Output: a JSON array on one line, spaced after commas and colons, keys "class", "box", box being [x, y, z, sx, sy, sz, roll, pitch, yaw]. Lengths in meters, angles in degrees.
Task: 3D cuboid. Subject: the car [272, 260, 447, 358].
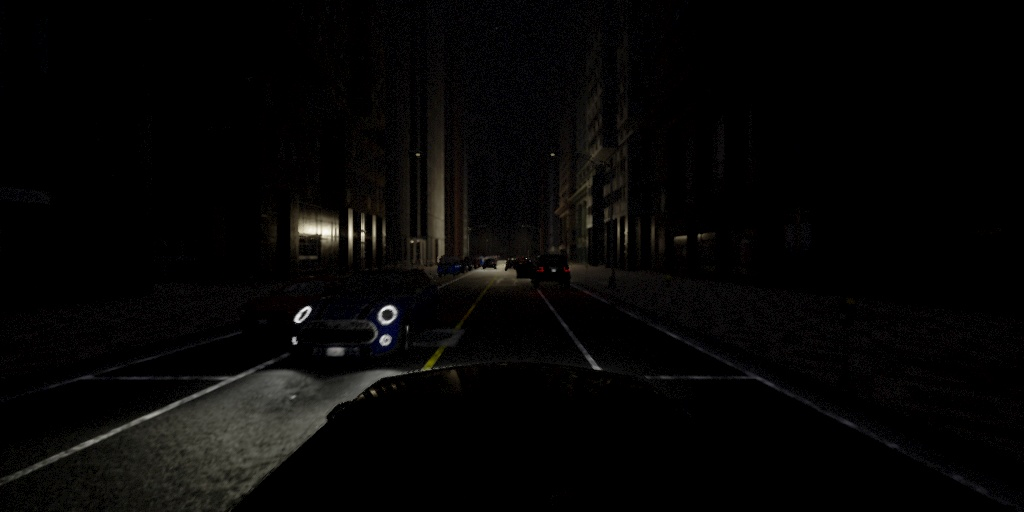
[{"class": "car", "box": [-3.102, 1.084, 8.547, 2.097, 1.767, 4.553, 0, 0, 0]}]

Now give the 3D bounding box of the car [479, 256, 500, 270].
[{"class": "car", "box": [-3.079, 1.134, 50.099, 1.837, 1.490, 4.892, 0, 1, 0]}]

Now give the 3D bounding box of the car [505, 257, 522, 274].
[{"class": "car", "box": [0.055, 1.163, 47.193, 1.812, 1.442, 4.674, 0, 0, 0]}]

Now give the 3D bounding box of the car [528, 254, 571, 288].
[{"class": "car", "box": [2.392, 0.916, 23.178, 2.150, 2.045, 5.566, 0, 0, 0]}]

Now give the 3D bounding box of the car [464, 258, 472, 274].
[{"class": "car", "box": [-5.767, 1.224, 38.733, 1.948, 1.339, 4.313, 0, 0, 0]}]

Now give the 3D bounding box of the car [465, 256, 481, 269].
[{"class": "car", "box": [-5.768, 0.946, 50.006, 2.192, 1.841, 5.009, 0, 0, 0]}]

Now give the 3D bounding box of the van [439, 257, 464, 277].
[{"class": "van", "box": [-5.767, 1.013, 33.096, 1.690, 1.789, 3.998, 0, 0, 0]}]

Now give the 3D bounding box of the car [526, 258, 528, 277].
[{"class": "car", "box": [2.758, 1.183, 38.915, 1.751, 1.417, 4.829, 0, 0, 0]}]

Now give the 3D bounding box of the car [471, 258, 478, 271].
[{"class": "car", "box": [-5.767, 1.211, 44.370, 1.948, 1.339, 4.313, 0, 0, 0]}]

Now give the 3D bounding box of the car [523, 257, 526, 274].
[{"class": "car", "box": [2.758, 1.195, 44.381, 2.007, 1.370, 4.403, 0, 0, 0]}]

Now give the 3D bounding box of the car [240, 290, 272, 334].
[{"class": "car", "box": [-5.764, 1.272, 10.550, 1.888, 1.381, 4.507, 0, 0, 0]}]

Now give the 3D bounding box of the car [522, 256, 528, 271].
[{"class": "car", "box": [2.757, 1.057, 55.653, 1.967, 1.591, 4.097, 0, 0, 0]}]
